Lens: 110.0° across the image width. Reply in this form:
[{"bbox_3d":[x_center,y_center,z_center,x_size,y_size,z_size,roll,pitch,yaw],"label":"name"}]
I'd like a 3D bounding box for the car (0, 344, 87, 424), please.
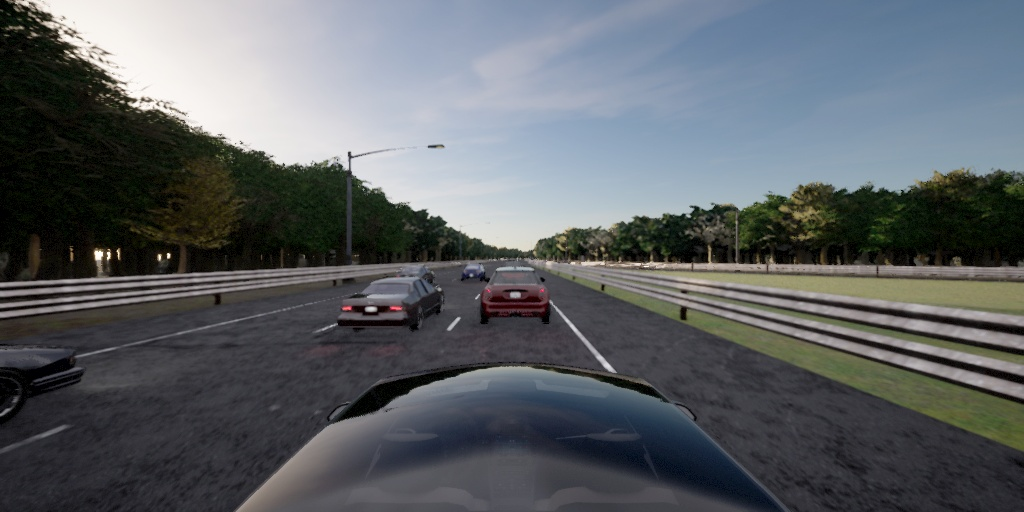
[{"bbox_3d":[-6.908,1.301,2.490,2.033,1.411,5.357,0,0,0],"label":"car"}]

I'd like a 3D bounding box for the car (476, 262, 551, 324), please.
[{"bbox_3d":[0.098,1.159,12.450,2.097,1.767,4.553,0,0,0],"label":"car"}]

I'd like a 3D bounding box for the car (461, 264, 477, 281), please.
[{"bbox_3d":[-3.402,1.453,32.407,1.812,1.442,4.674,0,0,0],"label":"car"}]

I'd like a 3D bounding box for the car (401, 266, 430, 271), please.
[{"bbox_3d":[-6.913,1.402,25.880,2.033,1.411,5.357,0,0,0],"label":"car"}]

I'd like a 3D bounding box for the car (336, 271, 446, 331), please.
[{"bbox_3d":[-3.401,1.348,11.156,2.033,1.411,5.357,0,0,0],"label":"car"}]
